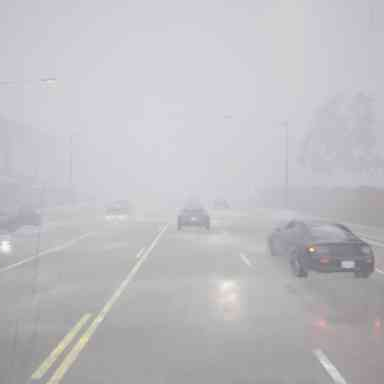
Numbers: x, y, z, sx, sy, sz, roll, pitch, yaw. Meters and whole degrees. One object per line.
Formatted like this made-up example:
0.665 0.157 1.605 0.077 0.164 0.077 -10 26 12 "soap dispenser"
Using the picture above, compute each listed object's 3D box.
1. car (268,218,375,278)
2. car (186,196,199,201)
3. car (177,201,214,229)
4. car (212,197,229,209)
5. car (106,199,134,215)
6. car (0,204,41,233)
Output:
3.596 1.505 9.967 1.812 1.442 4.674 0 0 0 "car"
0.084 1.232 48.233 2.033 1.411 5.357 0 1 0 "car"
0.093 1.520 21.135 1.994 1.385 4.181 0 0 0 "car"
3.585 1.341 42.017 2.033 1.411 5.357 0 1 0 "car"
-7.084 1.446 33.336 2.033 1.411 5.357 0 0 0 "car"
-10.594 1.485 19.633 1.812 1.442 4.674 0 0 0 "car"
